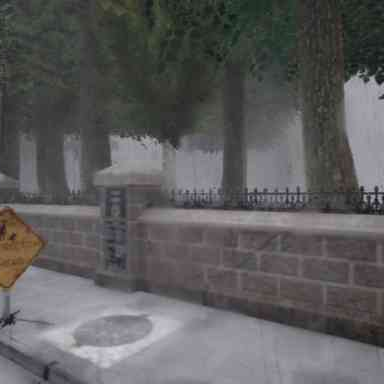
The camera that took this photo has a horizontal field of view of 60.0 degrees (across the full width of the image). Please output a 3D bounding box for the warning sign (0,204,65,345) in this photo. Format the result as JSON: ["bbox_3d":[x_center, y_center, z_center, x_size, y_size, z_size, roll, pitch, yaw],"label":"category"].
[{"bbox_3d":[-2.837,1.138,5.090,1.060,1.860,1.300,0,0,35],"label":"warning sign"}]
